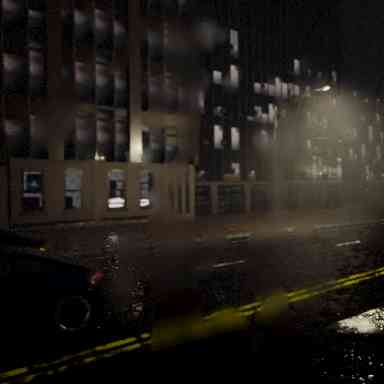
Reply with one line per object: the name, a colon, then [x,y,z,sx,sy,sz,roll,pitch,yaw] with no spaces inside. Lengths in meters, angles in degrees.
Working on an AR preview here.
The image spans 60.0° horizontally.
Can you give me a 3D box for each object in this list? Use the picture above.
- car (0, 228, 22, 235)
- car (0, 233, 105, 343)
car: [-5.700,1.526,7.603,4.674,1.442,1.812,0,0,-35]
car: [-3.533,1.564,5.154,4.181,1.385,1.994,0,0,-36]
